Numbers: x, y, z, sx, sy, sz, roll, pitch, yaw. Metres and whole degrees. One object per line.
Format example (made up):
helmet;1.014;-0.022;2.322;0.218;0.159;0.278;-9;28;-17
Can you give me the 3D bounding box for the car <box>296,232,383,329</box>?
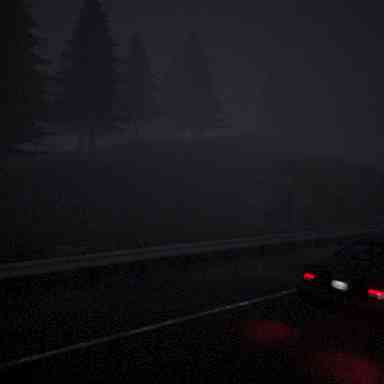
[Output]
car;4.452;1.545;6.731;5.357;1.411;2.033;0;0;-34
